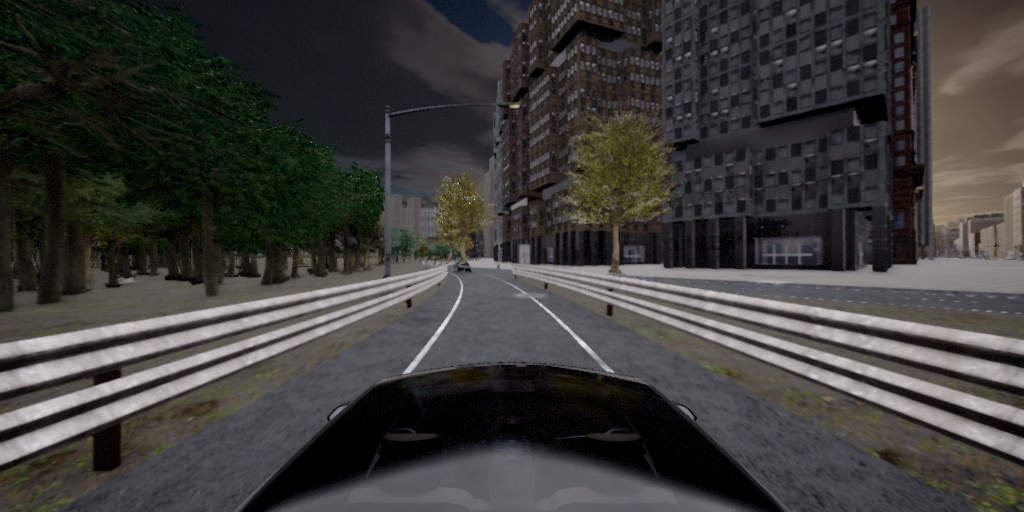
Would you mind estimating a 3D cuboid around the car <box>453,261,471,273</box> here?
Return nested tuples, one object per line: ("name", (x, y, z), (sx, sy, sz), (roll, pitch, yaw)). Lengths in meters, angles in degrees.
("car", (-6.733, 1.412, 48.115), (1.837, 1.490, 4.892), (0, 0, -17))
